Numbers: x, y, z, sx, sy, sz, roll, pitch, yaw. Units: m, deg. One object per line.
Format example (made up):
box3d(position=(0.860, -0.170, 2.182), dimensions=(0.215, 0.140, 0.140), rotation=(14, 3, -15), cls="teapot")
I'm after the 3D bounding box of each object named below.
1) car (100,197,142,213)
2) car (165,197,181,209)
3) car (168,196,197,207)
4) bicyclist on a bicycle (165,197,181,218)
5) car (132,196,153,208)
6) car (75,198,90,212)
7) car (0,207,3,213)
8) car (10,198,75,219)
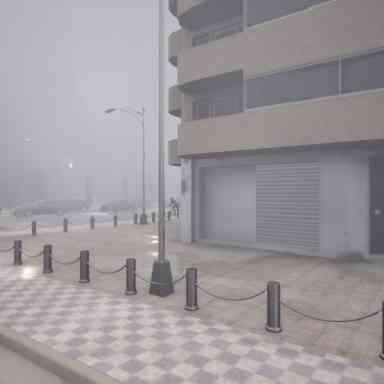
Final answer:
box3d(position=(-7.972, 1.507, 36.262), dimensions=(1.994, 1.385, 4.181), rotation=(0, 0, 36), cls="car")
box3d(position=(-2.118, 1.507, 44.334), dimensions=(1.994, 1.385, 4.181), rotation=(0, 0, 36), cls="car")
box3d(position=(-1.382, 1.448, 51.286), dimensions=(1.837, 1.490, 4.892), rotation=(0, 0, 36), cls="car")
box3d(position=(-1.503, 1.245, 26.473), dimensions=(1.656, 1.620, 0.582), rotation=(0, 0, 36), cls="bicyclist on a bicycle")
box3d(position=(-7.236, 1.295, 43.234), dimensions=(2.097, 1.767, 4.553), rotation=(0, 0, 36), cls="car")
box3d(position=(-13.100, 1.448, 35.149), dimensions=(1.837, 1.490, 4.892), rotation=(0, 0, 36), cls="car")
box3d(position=(-18.580, 1.544, 27.608), dimensions=(1.895, 1.301, 4.718), rotation=(0, 0, 36), cls="car")
box3d(position=(-13.203, 1.435, 29.043), dimensions=(2.128, 1.511, 4.902), rotation=(0, 0, 36), cls="car")
